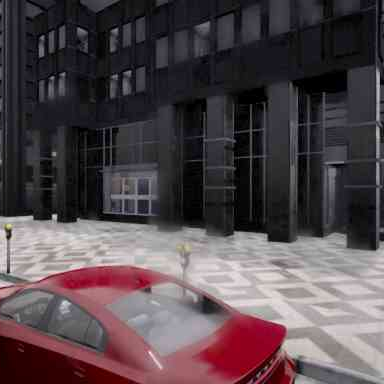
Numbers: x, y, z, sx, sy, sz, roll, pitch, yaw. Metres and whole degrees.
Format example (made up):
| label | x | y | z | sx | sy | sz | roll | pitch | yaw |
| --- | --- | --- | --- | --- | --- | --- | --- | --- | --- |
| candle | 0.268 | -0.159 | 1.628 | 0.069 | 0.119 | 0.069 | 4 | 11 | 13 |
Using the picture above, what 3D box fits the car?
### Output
| label | x | y | z | sx | sy | sz | roll | pitch | yaw |
| --- | --- | --- | --- | --- | --- | --- | --- | --- | --- |
| car | -1.167 | 1.545 | 3.798 | 4.507 | 1.381 | 1.887 | 0 | 0 | 36 |
